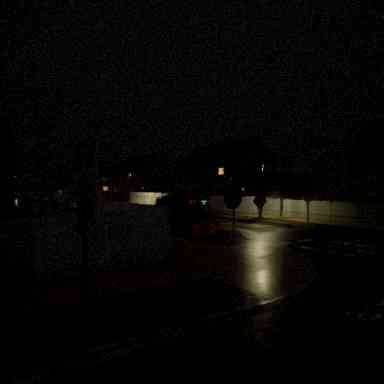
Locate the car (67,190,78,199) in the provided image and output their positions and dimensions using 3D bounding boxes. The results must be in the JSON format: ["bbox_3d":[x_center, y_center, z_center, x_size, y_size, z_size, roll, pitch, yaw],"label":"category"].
[{"bbox_3d":[-15.739,0.565,46.147,2.097,1.767,4.553,0,0,-35],"label":"car"}]

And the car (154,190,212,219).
[{"bbox_3d":[-0.755,0.852,25.539,2.150,2.045,5.566,0,1,-36],"label":"car"}]

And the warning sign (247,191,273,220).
[{"bbox_3d":[4.535,0.865,22.261,1.300,1.860,1.060,-1,0,-36],"label":"warning sign"}]
